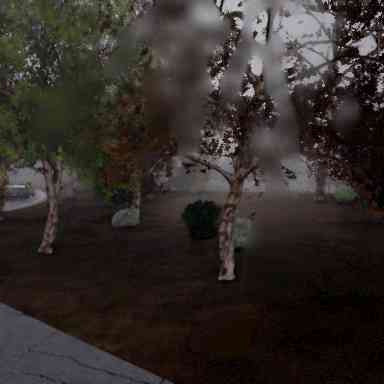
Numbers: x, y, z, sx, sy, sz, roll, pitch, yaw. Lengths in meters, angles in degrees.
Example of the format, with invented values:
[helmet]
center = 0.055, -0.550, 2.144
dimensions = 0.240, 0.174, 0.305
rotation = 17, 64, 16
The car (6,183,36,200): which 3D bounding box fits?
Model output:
[car]
center = -15.985, -0.157, 31.196
dimensions = 1.812, 1.442, 4.674
rotation = 4, 4, -15
